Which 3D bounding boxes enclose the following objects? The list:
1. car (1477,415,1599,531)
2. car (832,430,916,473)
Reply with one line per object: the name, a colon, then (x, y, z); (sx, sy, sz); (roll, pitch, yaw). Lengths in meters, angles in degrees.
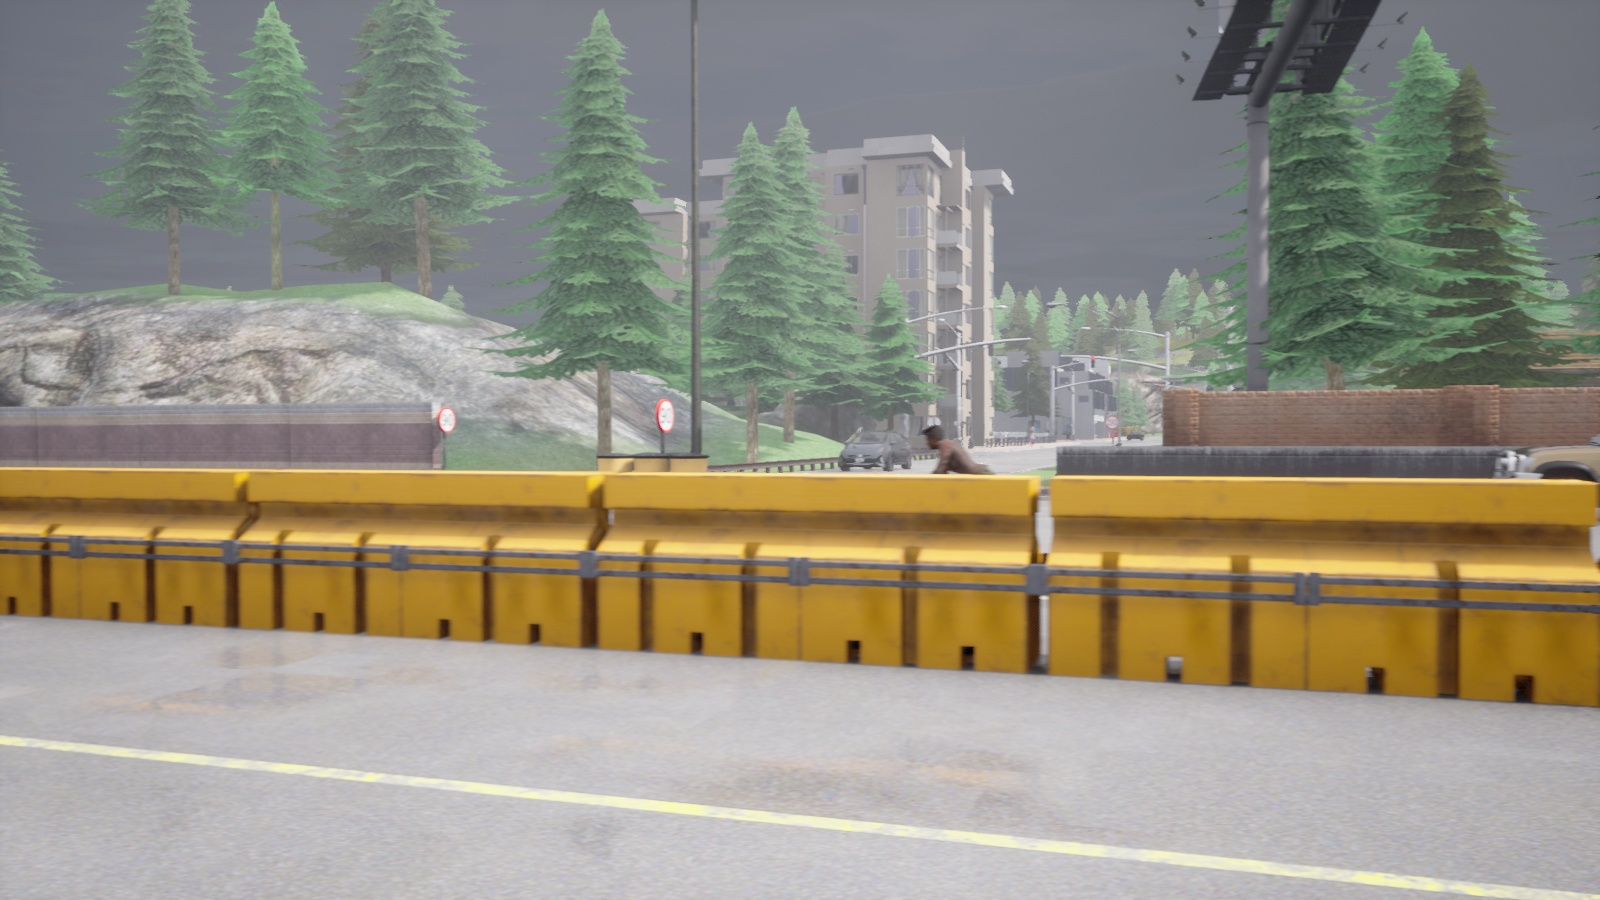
car: (13.921, 0.365, 20.660); (4.605, 1.855, 1.932); (1, 1, 19)
car: (2.846, 0.007, 47.291); (2.007, 1.525, 4.514); (1, 1, 19)
